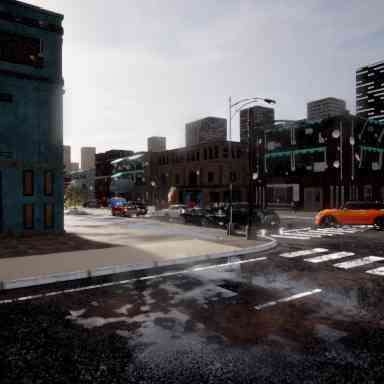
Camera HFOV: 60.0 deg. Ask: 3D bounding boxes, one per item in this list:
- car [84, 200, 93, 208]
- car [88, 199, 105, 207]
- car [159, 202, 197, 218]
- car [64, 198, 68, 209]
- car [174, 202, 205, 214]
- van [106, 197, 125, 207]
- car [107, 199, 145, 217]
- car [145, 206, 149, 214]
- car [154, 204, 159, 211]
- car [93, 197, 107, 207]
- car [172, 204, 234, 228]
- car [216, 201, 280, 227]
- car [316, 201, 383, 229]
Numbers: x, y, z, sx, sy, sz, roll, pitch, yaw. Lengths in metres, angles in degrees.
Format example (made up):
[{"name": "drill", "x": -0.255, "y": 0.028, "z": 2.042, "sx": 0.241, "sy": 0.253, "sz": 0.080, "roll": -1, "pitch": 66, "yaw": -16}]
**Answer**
[{"name": "car", "x": -19.309, "y": 2.230, "z": 63.075, "sx": 1.994, "sy": 1.385, "sz": 4.181, "roll": -1, "pitch": 0, "yaw": -35}, {"name": "car", "x": -19.569, "y": 2.227, "z": 67.905, "sx": 1.887, "sy": 1.381, "sz": 4.507, "roll": -1, "pitch": 0, "yaw": -35}, {"name": "car", "x": -0.886, "y": 1.898, "z": 31.561, "sx": 1.895, "sy": 1.301, "sz": 4.718, "roll": -1, "pitch": 0, "yaw": -35}, {"name": "car", "x": -23.105, "y": 2.232, "z": 58.403, "sx": 1.752, "sy": 1.417, "sz": 4.829, "roll": -1, "pitch": 0, "yaw": -35}, {"name": "car", "x": -0.360, "y": 1.903, "z": 40.814, "sx": 1.802, "sy": 1.307, "sz": 4.206, "roll": -2, "pitch": 0, "yaw": -35}, {"name": "van", "x": -13.171, "y": 1.907, "z": 58.875, "sx": 1.690, "sy": 1.788, "sz": 3.998, "roll": -1, "pitch": 0, "yaw": -35}, {"name": "car", "x": -7.198, "y": 1.846, "z": 35.965, "sx": 1.967, "sy": 1.590, "sz": 4.097, "roll": -1, "pitch": 0, "yaw": -35}, {"name": "car", "x": -6.993, "y": 1.923, "z": 40.185, "sx": 1.837, "sy": 1.490, "sz": 4.892, "roll": -1, "pitch": -1, "yaw": -35}, {"name": "car", "x": -3.560, "y": 1.966, "z": 45.329, "sx": 1.802, "sy": 1.307, "sz": 4.206, "roll": -2, "pitch": 0, "yaw": -35}, {"name": "car", "x": -16.373, "y": 1.939, "z": 63.390, "sx": 2.192, "sy": 1.841, "sz": 5.009, "roll": -1, "pitch": 0, "yaw": -35}, {"name": "car", "x": 0.732, "y": 1.814, "z": 24.575, "sx": 1.947, "sy": 1.339, "sz": 4.313, "roll": -1, "pitch": 0, "yaw": -35}, {"name": "car", "x": 4.209, "y": 1.547, "z": 24.257, "sx": 2.097, "sy": 1.767, "sz": 4.553, "roll": -1, "pitch": 0, "yaw": -34}, {"name": "car", "x": 10.543, "y": 1.422, "z": 21.711, "sx": 4.553, "sy": 1.767, "sz": 2.097, "roll": -1, "pitch": -2, "yaw": 26}]
